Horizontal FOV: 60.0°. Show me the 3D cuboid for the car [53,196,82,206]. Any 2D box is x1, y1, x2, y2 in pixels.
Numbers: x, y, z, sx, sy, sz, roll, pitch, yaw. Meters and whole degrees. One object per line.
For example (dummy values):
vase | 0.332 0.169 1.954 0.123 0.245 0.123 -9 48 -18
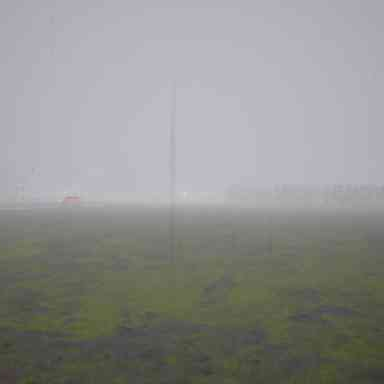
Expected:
car | -20.709 1.457 55.520 2.097 1.767 4.553 0 0 35
